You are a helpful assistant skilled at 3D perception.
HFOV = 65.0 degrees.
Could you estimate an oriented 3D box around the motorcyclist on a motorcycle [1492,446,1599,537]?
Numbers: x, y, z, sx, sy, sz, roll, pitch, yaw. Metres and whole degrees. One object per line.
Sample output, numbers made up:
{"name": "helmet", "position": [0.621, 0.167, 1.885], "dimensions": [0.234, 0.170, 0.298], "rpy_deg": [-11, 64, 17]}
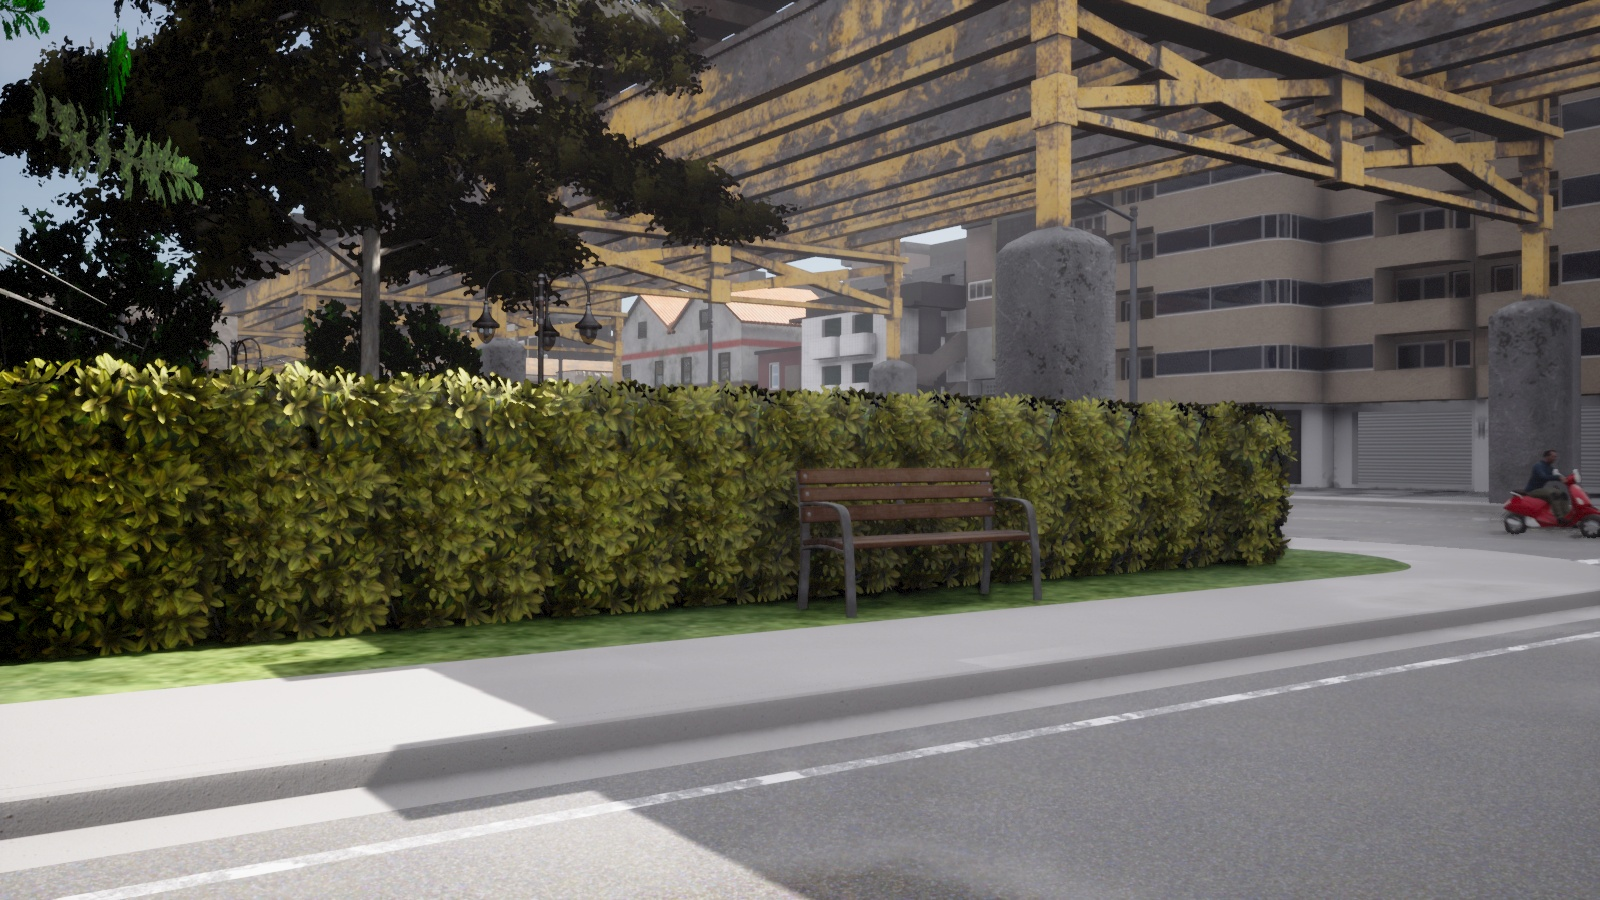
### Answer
{"name": "motorcyclist on a motorcycle", "position": [13.725, 0.725, 22.803], "dimensions": [0.866, 1.590, 1.817], "rpy_deg": [0, 0, -35]}
